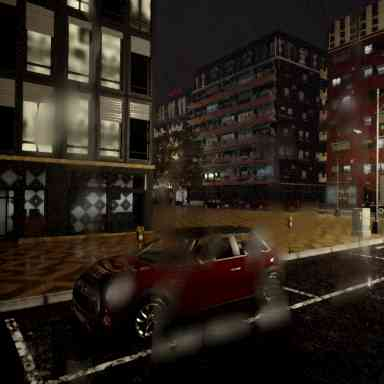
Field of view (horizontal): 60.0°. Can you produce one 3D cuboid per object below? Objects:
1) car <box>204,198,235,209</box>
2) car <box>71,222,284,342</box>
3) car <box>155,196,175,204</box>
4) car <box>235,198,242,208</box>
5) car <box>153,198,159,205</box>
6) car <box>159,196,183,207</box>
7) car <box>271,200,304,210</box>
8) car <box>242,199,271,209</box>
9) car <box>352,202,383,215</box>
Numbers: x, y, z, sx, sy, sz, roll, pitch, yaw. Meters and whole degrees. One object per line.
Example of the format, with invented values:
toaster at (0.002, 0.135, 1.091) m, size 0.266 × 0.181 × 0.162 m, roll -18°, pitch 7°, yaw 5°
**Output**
car at (3.355, 1.677, 45.839) m, size 2.008 × 1.369 × 4.403 m, roll 1°, pitch -1°, yaw -35°
car at (-0.151, 1.441, 6.430) m, size 4.097 × 1.590 × 1.967 m, roll 0°, pitch 1°, yaw -35°
car at (-6.121, 1.724, 73.842) m, size 2.192 × 1.841 × 5.009 m, roll 1°, pitch -1°, yaw -35°
car at (6.943, 1.725, 55.298) m, size 1.967 × 1.590 × 4.097 m, roll 1°, pitch -1°, yaw -35°
car at (-6.443, 1.763, 59.746) m, size 1.887 × 1.381 × 4.507 m, roll 1°, pitch -1°, yaw -35°
car at (-3.177, 1.732, 55.110) m, size 1.887 × 1.381 × 4.507 m, roll 1°, pitch -1°, yaw -35°
car at (13.475, 1.806, 46.026) m, size 1.802 × 1.307 × 4.206 m, roll 1°, pitch -1°, yaw -35°
car at (10.209, 1.799, 50.662) m, size 1.887 × 1.381 × 4.507 m, roll 1°, pitch -1°, yaw -35°
car at (20.007, 1.730, 36.755) m, size 1.947 × 1.339 × 4.313 m, roll 1°, pitch -1°, yaw -35°
